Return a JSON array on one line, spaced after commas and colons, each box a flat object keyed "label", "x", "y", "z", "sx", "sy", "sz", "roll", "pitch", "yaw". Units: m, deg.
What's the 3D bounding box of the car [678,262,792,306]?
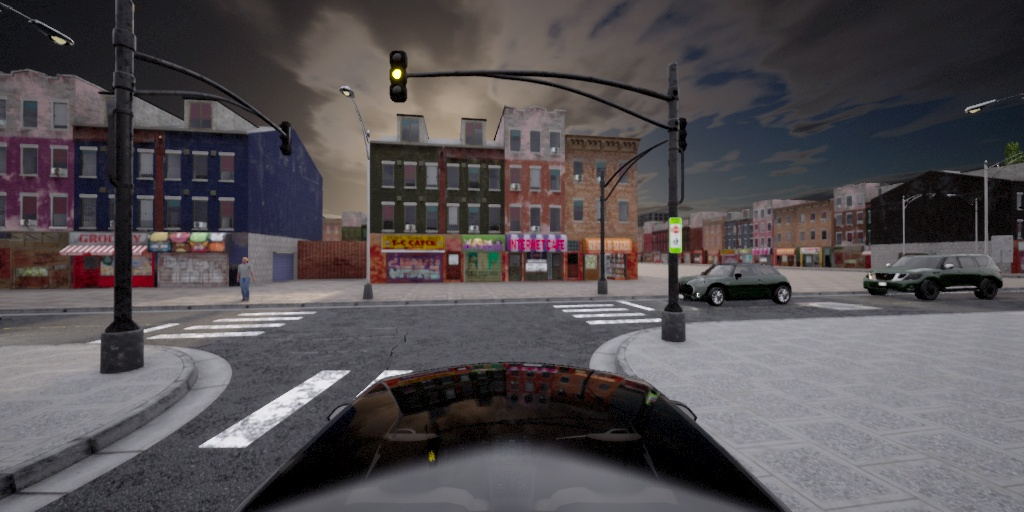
[{"label": "car", "x": 9.177, "y": 1.080, "z": 15.178, "sx": 4.553, "sy": 1.767, "sz": 2.097, "roll": 0, "pitch": 0, "yaw": -10}]

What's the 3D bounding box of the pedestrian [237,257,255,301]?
[{"label": "pedestrian", "x": -11.107, "y": 0.942, "z": 14.976, "sx": 0.375, "sy": 1.860, "sz": 0.375, "roll": 0, "pitch": 0, "yaw": -9}]

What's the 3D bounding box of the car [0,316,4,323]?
[{"label": "car", "x": -15.950, "y": 1.333, "z": 8.283, "sx": 5.357, "sy": 1.411, "sz": 2.033, "roll": 0, "pitch": 0, "yaw": -9}]

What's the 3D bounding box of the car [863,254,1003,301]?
[{"label": "car", "x": 19.708, "y": 0.921, "z": 16.857, "sx": 5.566, "sy": 2.045, "sz": 2.150, "roll": 0, "pitch": 0, "yaw": -9}]
